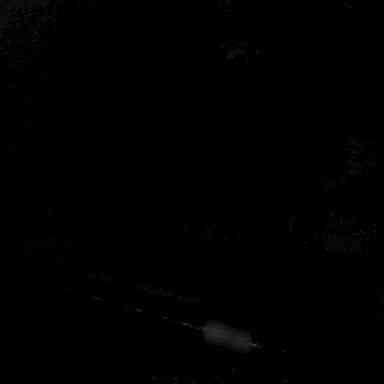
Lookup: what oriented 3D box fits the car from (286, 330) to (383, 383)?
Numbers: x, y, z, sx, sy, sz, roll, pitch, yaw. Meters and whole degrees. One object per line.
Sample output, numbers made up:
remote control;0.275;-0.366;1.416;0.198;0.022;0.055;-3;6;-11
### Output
car;2.582;1.566;1.842;4.181;1.385;1.994;0;0;35
